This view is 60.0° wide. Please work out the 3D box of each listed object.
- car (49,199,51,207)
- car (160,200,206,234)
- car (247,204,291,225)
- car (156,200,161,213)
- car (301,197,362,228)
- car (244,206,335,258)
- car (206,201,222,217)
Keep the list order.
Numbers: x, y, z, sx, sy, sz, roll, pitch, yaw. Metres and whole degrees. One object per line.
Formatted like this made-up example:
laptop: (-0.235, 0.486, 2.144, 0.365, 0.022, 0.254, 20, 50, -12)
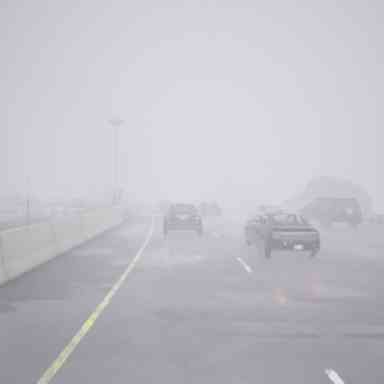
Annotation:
car: (-20.264, 1.452, 49.714, 1.812, 1.442, 4.674, 1, 0, -15)
car: (-0.630, 1.388, 19.451, 2.097, 1.767, 4.553, 1, 0, -5)
car: (5.816, 1.708, 25.799, 1.895, 1.301, 4.718, 1, 0, -6)
car: (-2.978, 1.601, 37.544, 2.033, 1.411, 5.357, 1, 0, -10)
car: (9.594, 1.357, 23.418, 2.150, 2.045, 5.566, 1, 0, -5)
car: (3.306, 1.549, 13.019, 2.128, 1.511, 4.902, 1, 0, -2)
car: (1.511, 1.573, 31.674, 2.128, 1.511, 4.902, 1, 0, -8)
